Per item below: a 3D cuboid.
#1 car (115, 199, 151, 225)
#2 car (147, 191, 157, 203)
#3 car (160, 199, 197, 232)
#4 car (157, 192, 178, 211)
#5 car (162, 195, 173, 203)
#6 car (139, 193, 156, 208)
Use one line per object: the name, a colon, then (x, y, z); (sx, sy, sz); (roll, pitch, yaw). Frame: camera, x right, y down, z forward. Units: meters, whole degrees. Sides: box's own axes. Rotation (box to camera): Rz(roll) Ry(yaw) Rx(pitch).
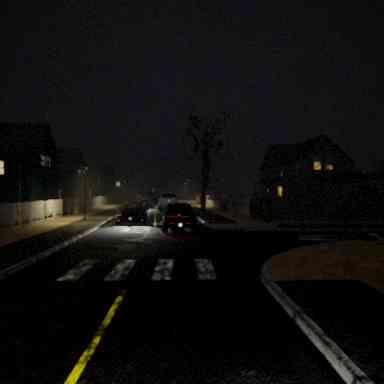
car: (-4.018, 1.444, 22.664); (1.994, 1.385, 4.181); (0, 0, -6)
car: (-7.376, 0.834, 60.481); (2.150, 2.045, 5.566); (0, 0, -3)
car: (-0.779, 1.395, 19.227); (1.837, 1.490, 4.892); (0, 0, -4)
car: (-2.833, 1.041, 39.649); (2.150, 2.045, 5.566); (0, 0, -6)
car: (-4.863, 1.342, 66.357); (2.033, 1.411, 5.357); (0, 0, -2)
car: (-6.179, 1.309, 43.855); (2.128, 1.511, 4.902); (0, 0, -5)
